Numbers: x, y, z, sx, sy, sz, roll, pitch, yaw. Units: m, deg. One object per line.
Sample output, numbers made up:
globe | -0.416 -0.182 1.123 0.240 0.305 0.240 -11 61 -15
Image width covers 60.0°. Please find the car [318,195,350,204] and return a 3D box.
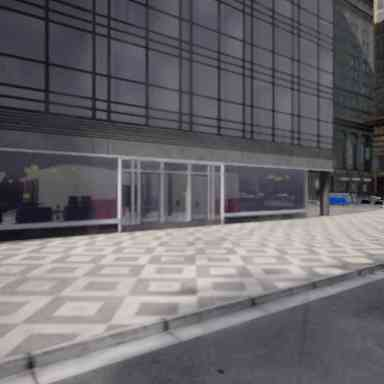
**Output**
car | 23.771 1.186 55.742 1.887 1.381 4.507 1 0 -35

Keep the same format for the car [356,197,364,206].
car | 21.899 1.282 48.384 1.812 1.442 4.674 0 2 -35

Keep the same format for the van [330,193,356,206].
van | 20.043 1.059 46.232 1.690 1.788 3.998 1 0 -35

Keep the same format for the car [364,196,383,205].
car | 27.005 1.277 51.151 1.947 1.339 4.313 1 0 -35

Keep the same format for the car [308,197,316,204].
car | 16.805 1.199 50.824 2.008 1.369 4.403 1 0 -35
